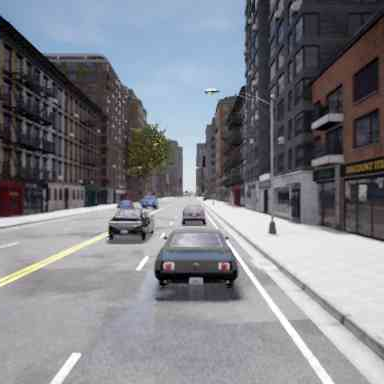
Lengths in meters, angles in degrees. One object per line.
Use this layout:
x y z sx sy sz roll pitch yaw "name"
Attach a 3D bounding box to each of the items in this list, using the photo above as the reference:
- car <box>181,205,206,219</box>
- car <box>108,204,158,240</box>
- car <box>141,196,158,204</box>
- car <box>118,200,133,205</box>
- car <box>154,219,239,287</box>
0.142 1.751 26.540 2.033 1.411 5.357 0 0 0 "car"
-3.122 1.626 17.769 2.128 1.511 4.902 0 0 0 "car"
-6.458 1.637 51.048 2.150 2.045 5.566 0 -1 1 "car"
-9.730 1.919 48.804 1.812 1.442 4.674 0 -1 1 "car"
0.116 1.672 9.493 1.895 1.301 4.718 0 0 0 "car"
